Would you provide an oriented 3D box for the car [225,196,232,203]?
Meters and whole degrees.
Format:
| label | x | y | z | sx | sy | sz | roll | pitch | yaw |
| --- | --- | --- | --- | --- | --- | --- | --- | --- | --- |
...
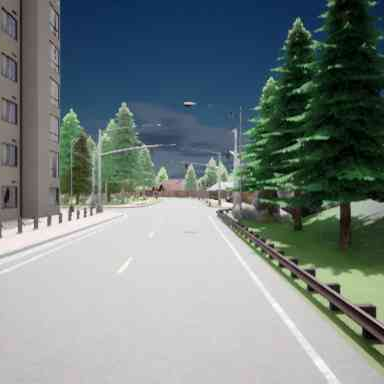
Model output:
| label | x | y | z | sx | sy | sz | roll | pitch | yaw |
| --- | --- | --- | --- | --- | --- | --- | --- | --- | --- |
| car | 8.846 | 1.110 | 62.404 | 4.605 | 1.855 | 1.932 | 0 | 0 | -1 |

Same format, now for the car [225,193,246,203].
| label | x | y | z | sx | sy | sz | roll | pitch | yaw |
| --- | --- | --- | --- | --- | --- | --- | --- | --- | --- |
| car | 8.432 | 1.112 | 64.914 | 3.866 | 1.878 | 1.905 | 0 | 0 | -1 |
